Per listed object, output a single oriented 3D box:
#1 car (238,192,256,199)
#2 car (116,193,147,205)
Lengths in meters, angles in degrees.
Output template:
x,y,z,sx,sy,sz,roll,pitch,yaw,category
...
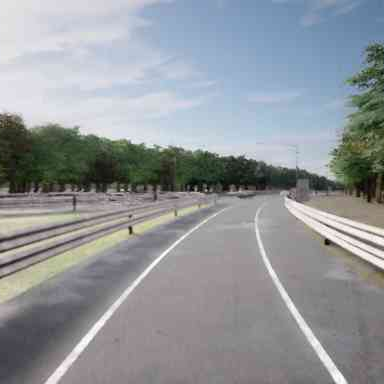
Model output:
x,y,z,sx,sy,sz,roll,pitch,yaw,category
11.687,0.694,70.729,2.033,1.411,5.357,1,1,34,car
-7.774,0.907,43.181,1.812,1.442,4.674,1,1,36,car
